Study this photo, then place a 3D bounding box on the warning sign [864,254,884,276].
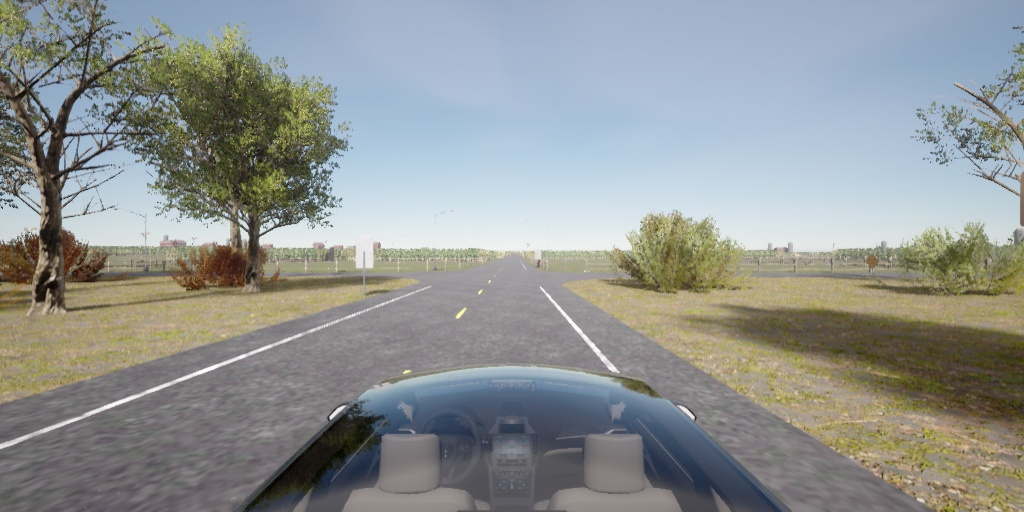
[{"bbox_3d":[30.795,0.735,30.595,1.060,1.860,1.300,0,0,5],"label":"warning sign"}]
